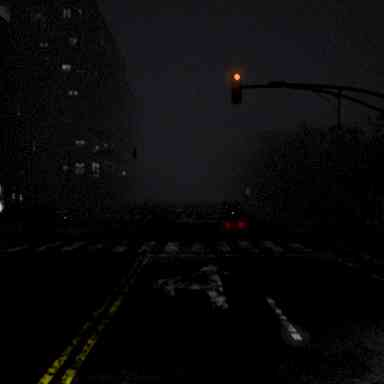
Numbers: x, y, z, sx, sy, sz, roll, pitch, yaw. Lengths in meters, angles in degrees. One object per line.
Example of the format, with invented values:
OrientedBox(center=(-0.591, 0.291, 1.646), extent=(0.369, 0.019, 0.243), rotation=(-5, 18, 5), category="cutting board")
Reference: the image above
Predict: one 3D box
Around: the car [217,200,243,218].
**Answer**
OrientedBox(center=(3.331, 1.480, 29.438), extent=(2.128, 1.511, 4.902), rotation=(0, 0, 0), category="car")

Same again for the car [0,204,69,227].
OrientedBox(center=(-11.195, 1.602, 23.558), extent=(4.902, 1.511, 2.128), rotation=(-1, 0, 11), category="car")
